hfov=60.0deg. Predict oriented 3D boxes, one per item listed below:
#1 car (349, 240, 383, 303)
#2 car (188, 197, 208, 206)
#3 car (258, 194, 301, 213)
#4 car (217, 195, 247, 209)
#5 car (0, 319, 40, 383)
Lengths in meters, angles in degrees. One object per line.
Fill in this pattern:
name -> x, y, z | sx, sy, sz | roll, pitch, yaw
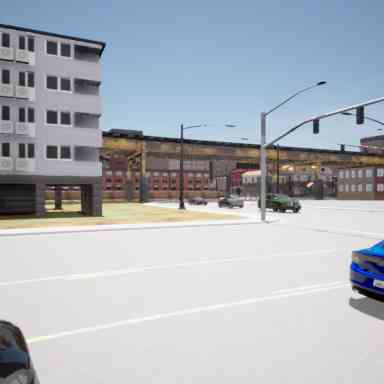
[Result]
car -> 5.578, 1.478, 6.923 | 5.008, 1.535, 1.882 | 0, 0, -25
car -> 0.874, 1.547, 55.900 | 2.033, 1.411, 5.357 | 0, 0, -20
car -> 9.668, 1.222, 37.296 | 2.150, 2.045, 5.566 | 0, 0, -26
car -> 5.295, 1.526, 46.450 | 1.812, 1.442, 4.674 | 0, 0, -25
car -> -3.293, 1.564, 2.244 | 4.181, 1.385, 1.994 | 0, 0, -33
